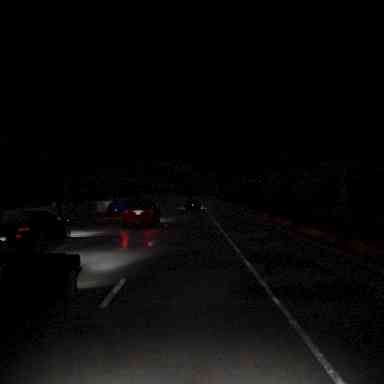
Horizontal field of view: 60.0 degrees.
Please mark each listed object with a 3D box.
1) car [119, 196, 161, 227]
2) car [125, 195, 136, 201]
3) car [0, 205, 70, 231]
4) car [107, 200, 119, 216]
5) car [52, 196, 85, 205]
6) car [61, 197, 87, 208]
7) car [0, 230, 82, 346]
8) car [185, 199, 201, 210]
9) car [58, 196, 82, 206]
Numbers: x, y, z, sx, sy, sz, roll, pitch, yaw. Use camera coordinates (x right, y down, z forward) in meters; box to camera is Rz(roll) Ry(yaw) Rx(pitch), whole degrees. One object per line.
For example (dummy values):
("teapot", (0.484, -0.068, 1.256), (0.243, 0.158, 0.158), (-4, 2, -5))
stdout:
("car", (-3.401, 1.356, 23.198), (2.097, 1.767, 4.553), (0, 0, 0))
("car", (-16.554, 1.498, 89.982), (1.837, 1.490, 4.892), (0, 0, 2))
("car", (-6.901, 1.528, 14.494), (1.812, 1.442, 4.674), (0, 0, 0))
("car", (-6.902, 1.483, 32.698), (1.882, 1.535, 5.008), (0, 0, 0))
("car", (-14.093, 1.359, 37.643), (2.097, 1.767, 4.553), (0, 0, 0))
("car", (-17.554, 1.501, 49.751), (2.128, 1.511, 4.902), (0, 0, 0))
("car", (-3.401, 1.602, 5.397), (1.895, 1.301, 4.718), (0, 0, 0))
("car", (0.096, 1.570, 42.799), (1.994, 1.385, 4.181), (0, 0, 0))
("car", (-20.968, 1.502, 57.425), (2.128, 1.511, 4.902), (0, 0, 1))
